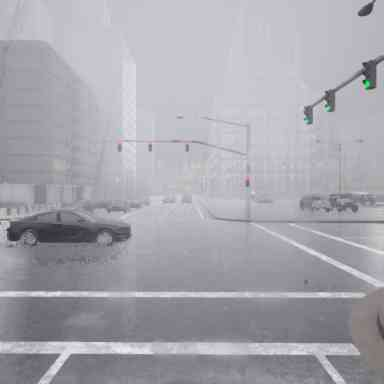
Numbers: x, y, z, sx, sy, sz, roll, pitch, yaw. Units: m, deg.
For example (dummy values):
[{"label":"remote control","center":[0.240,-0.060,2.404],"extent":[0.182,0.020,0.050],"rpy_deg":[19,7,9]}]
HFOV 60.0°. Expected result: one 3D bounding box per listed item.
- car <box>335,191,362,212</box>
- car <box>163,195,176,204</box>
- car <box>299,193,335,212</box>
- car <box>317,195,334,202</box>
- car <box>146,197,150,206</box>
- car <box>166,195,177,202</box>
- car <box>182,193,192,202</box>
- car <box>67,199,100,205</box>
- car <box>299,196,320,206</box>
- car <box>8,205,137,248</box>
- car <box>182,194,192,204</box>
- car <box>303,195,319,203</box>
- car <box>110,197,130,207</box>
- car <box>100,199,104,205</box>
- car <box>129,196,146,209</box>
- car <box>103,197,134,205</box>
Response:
[{"label":"car","center":[16.053,1.156,35.696],"extent":[1.905,1.878,3.866],"rpy_deg":[0,0,0]},{"label":"car","center":[-4.569,1.564,65.564],"extent":[1.994,1.385,4.181],"rpy_deg":[0,0,0]},{"label":"car","center":[13.159,1.153,35.744],"extent":[1.932,1.855,4.605],"rpy_deg":[0,0,0]},{"label":"car","center":[27.341,1.363,68.293],"extent":[1.784,1.438,3.905],"rpy_deg":[0,0,0]},{"label":"car","center":[-8.096,1.491,55.316],"extent":[2.128,1.511,4.902],"rpy_deg":[0,0,0]},{"label":"car","center":[-4.623,1.351,74.402],"extent":[2.128,1.511,4.902],"rpy_deg":[0,0,0]},{"label":"car","center":[-1.122,1.181,74.394],"extent":[2.097,1.767,4.553],"rpy_deg":[0,0,0]},{"label":"car","center":[-11.481,1.491,34.135],"extent":[2.128,1.511,4.902],"rpy_deg":[0,0,0]},{"label":"car","center":[18.716,1.395,53.170],"extent":[1.970,1.475,3.806],"rpy_deg":[0,0,0]},{"label":"car","center":[-5.142,1.477,14.262],"extent":[5.008,1.535,1.882],"rpy_deg":[0,0,-1]},{"label":"car","center":[-1.070,1.600,65.665],"extent":[1.895,1.301,4.718],"rpy_deg":[0,0,0]},{"label":"car","center":[24.446,1.395,68.286],"extent":[1.970,1.475,3.806],"rpy_deg":[0,0,0]},{"label":"car","center":[-11.592,1.547,53.943],"extent":[2.033,1.411,5.357],"rpy_deg":[0,0,0]},{"label":"car","center":[-11.536,1.601,43.403],"extent":[1.895,1.301,4.718],"rpy_deg":[0,0,0]},{"label":"car","center":[-8.047,1.352,45.432],"extent":[2.097,1.767,4.553],"rpy_deg":[0,0,0]},{"label":"car","center":[-7.996,1.564,36.730],"extent":[1.994,1.385,4.181],"rpy_deg":[0,0,0]}]
